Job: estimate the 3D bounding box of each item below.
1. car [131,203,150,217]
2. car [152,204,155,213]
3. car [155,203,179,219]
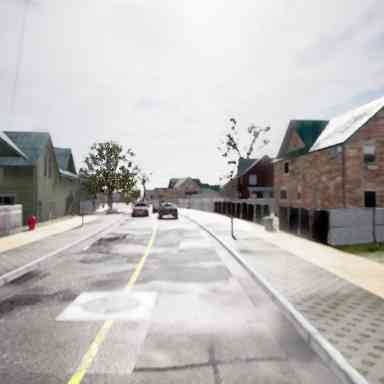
[{"bbox_3d":[-5.752,1.968,37.393,1.812,1.442,4.674,0,-1,-8],"label":"car"},{"bbox_3d":[-4.519,2.199,46.298,1.895,1.301,4.718,0,-1,-11],"label":"car"},{"bbox_3d":[-2.447,1.888,33.841,1.837,1.490,4.892,0,-1,-8],"label":"car"}]
